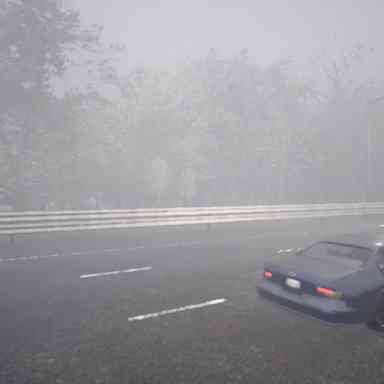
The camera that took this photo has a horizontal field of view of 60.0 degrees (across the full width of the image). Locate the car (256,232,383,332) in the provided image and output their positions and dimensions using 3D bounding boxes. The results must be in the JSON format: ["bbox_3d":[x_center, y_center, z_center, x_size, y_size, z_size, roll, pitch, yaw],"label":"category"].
[{"bbox_3d":[3.803,1.561,6.806,5.357,1.411,2.033,0,0,-32],"label":"car"}]
